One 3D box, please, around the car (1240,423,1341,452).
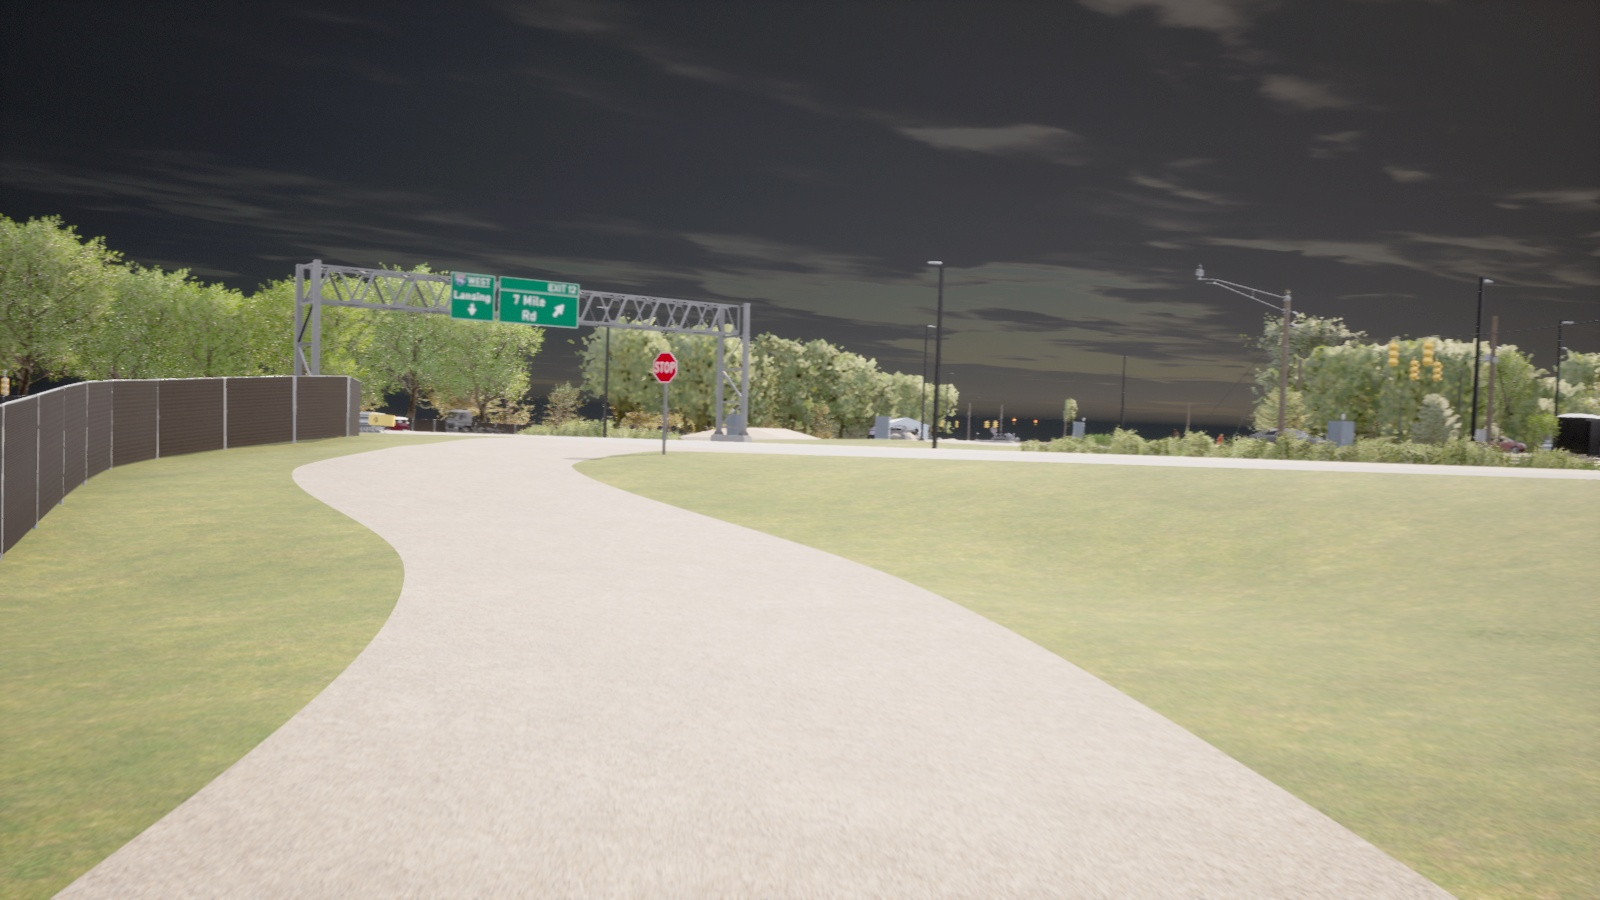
[{"bbox_3d":[27.923,-0.720,71.616,2.128,1.511,4.902,0,2,-40],"label":"car"}]
